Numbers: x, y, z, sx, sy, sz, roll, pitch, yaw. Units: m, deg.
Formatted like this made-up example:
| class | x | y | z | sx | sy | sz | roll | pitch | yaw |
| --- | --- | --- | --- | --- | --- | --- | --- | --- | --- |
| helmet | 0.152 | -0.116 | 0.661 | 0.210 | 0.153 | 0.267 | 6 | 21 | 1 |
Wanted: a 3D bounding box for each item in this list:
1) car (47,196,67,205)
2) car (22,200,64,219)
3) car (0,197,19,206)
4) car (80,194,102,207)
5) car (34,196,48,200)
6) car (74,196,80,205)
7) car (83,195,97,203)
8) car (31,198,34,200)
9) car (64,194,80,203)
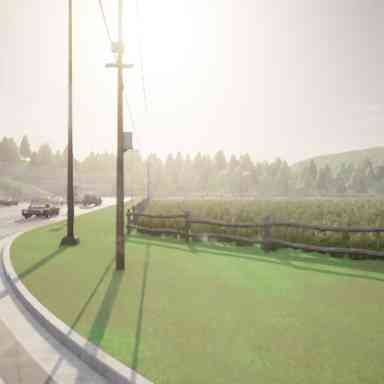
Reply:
| class | x | y | z | sx | sy | sz | roll | pitch | yaw |
| --- | --- | --- | --- | --- | --- | --- | --- | --- | --- |
| car | -23.571 | 1.588 | 58.950 | 1.812 | 1.442 | 4.674 | 0 | 0 | -6 |
| car | -13.101 | 1.632 | 29.258 | 1.895 | 1.301 | 4.718 | 0 | 0 | -6 |
| car | -29.979 | 1.589 | 54.211 | 1.812 | 1.442 | 4.674 | 0 | 0 | -6 |
| car | -15.765 | 1.274 | 53.039 | 2.150 | 2.045 | 5.566 | 0 | 0 | -6 |
| car | -27.415 | 1.545 | 62.716 | 1.882 | 1.535 | 5.008 | 0 | 0 | -6 |
| car | -20.086 | 1.661 | 59.275 | 1.895 | 1.301 | 4.718 | 0 | 0 | -6 |
| car | -21.196 | 1.400 | 69.186 | 1.837 | 1.490 | 4.892 | 0 | 0 | -6 |
| car | -31.708 | 1.629 | 68.768 | 1.994 | 1.385 | 4.181 | 0 | 0 | -6 |
| car | -24.671 | 1.258 | 68.767 | 2.097 | 1.767 | 4.553 | 0 | 0 | -6 |
